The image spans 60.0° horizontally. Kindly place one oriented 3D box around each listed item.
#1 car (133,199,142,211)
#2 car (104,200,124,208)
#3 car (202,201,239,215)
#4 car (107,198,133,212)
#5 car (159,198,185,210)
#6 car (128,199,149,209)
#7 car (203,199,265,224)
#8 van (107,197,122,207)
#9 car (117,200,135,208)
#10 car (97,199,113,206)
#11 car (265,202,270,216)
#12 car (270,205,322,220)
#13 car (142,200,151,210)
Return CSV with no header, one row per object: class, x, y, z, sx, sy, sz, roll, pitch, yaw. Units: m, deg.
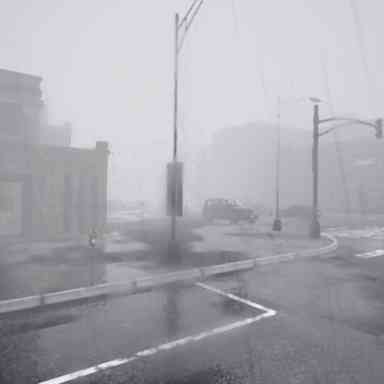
car,-9.626,1.944,48.102,2.033,1.411,5.357,1,-1,-34
car,-14.118,2.161,59.943,1.895,1.301,4.718,1,-1,-35
car,3.278,1.875,39.598,1.752,1.417,4.829,0,-1,-35
car,-9.836,1.762,43.795,1.967,1.590,4.097,0,-1,-35
car,-2.953,1.769,48.576,2.192,1.841,5.009,0,-1,-35
car,-9.281,1.999,57.690,1.967,1.590,4.097,0,-1,-35
car,2.820,1.426,25.567,2.192,1.841,5.009,0,-1,-35
van,-15.608,2.005,66.806,1.690,1.788,3.998,0,-1,-35
car,-12.444,2.194,62.246,1.802,1.307,4.206,0,-1,-35
car,-18.772,2.261,71.361,1.887,1.381,4.507,0,-1,-35
car,6.539,1.736,34.902,1.967,1.590,4.097,0,-1,-35
car,9.702,1.809,30.343,1.947,1.339,4.313,0,-1,-35
car,-8.118,1.953,51.383,2.128,1.511,4.902,1,-1,-34
